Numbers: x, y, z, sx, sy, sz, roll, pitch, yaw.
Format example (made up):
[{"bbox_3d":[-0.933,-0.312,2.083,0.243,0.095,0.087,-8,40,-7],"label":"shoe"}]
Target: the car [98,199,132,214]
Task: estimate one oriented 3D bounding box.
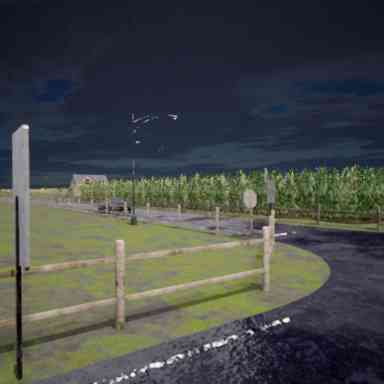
[{"bbox_3d":[-7.812,1.438,33.920,2.033,1.411,5.357,-1,1,-37],"label":"car"}]
